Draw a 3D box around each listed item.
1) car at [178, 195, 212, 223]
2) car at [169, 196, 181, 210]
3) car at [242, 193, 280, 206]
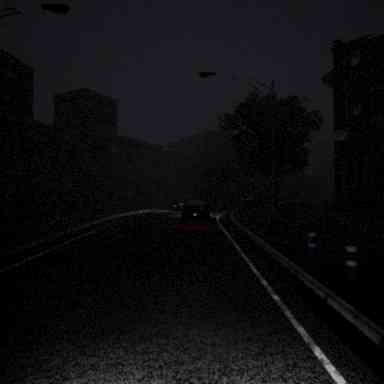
[{"bbox_3d":[0.349,1.243,23.516,1.882,1.535,5.008,0,1,3],"label":"car"},{"bbox_3d":[-0.572,1.124,35.213,1.837,1.490,4.892,-2,0,29],"label":"car"},{"bbox_3d":[8.440,0.877,40.681,5.357,1.411,2.033,-2,0,-38],"label":"car"}]
